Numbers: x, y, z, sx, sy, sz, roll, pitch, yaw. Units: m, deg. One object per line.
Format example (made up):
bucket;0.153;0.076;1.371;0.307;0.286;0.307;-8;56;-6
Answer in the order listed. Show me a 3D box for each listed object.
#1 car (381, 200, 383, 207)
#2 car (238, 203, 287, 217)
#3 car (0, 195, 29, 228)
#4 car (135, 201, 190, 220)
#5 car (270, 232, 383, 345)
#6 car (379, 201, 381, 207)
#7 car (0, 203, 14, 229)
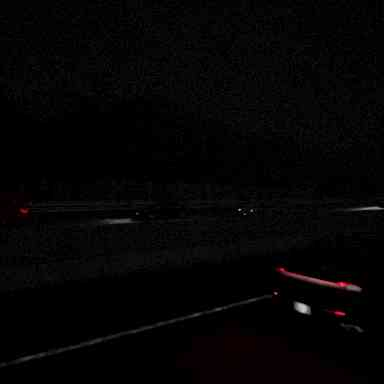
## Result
car;24.691;1.625;39.079;5.008;1.535;1.882;0;0;-36
car;6.401;1.674;30.220;4.718;1.301;1.895;0;0;-36
car;-11.546;1.157;17.259;5.566;2.045;2.150;1;0;-35
car;-2.429;1.522;28.162;4.892;1.490;1.837;0;0;-36
car;3.611;1.532;6.377;4.902;1.511;2.128;0;0;-36
car;31.319;1.623;52.441;4.902;1.511;2.128;0;0;-35
car;-10.429;1.413;13.755;5.008;1.535;1.882;1;0;-36
